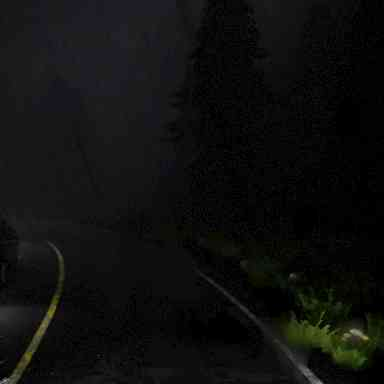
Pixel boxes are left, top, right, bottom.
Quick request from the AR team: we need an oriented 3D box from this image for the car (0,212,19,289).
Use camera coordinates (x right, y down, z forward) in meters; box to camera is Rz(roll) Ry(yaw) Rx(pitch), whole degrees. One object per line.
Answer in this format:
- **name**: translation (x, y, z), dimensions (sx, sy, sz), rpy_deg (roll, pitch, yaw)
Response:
- **car**: translation (-5.729, 1.486, 8.706), dimensions (1.837, 1.490, 4.892), rpy_deg (-1, 0, -22)
